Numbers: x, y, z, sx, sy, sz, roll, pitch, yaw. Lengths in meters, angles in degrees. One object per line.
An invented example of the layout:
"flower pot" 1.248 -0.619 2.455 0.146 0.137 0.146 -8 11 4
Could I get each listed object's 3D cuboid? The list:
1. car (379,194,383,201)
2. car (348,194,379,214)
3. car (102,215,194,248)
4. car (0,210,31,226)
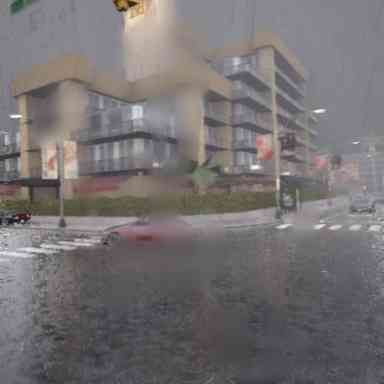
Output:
"car" 29.331 0.934 51.670 1.895 1.301 4.718 -2 0 31
"car" 15.727 1.227 30.698 1.837 1.490 4.892 -2 1 33
"car" -2.018 1.785 15.427 4.181 1.385 1.994 -2 0 8
"car" -16.543 2.296 28.862 4.718 1.301 1.895 -3 3 17
